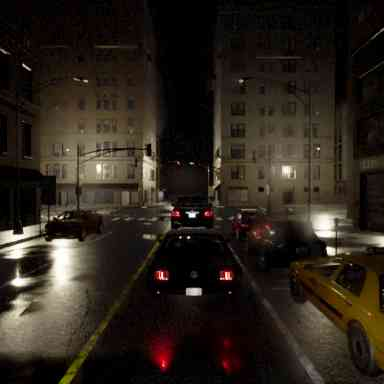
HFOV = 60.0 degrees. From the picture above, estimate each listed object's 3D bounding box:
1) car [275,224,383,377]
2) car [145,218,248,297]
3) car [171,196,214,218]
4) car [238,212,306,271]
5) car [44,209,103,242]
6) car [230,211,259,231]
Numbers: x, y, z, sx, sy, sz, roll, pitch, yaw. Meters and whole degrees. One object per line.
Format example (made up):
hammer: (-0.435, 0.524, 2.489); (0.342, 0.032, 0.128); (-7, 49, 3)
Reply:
car: (2.868, 1.524, 5.343); (1.752, 1.417, 4.829); (-1, 0, 0)
car: (0.052, 1.599, 8.514); (1.895, 1.301, 4.718); (0, 0, 0)
car: (0.010, 1.216, 18.506); (2.150, 2.045, 5.566); (0, 0, 0)
car: (2.873, 1.563, 10.759); (1.947, 1.339, 4.313); (-1, 0, 0)
car: (-5.667, 1.539, 16.349); (1.887, 1.381, 4.507); (-1, 0, 0)
car: (2.878, 1.577, 16.345); (1.802, 1.307, 4.206); (-1, 0, 0)
